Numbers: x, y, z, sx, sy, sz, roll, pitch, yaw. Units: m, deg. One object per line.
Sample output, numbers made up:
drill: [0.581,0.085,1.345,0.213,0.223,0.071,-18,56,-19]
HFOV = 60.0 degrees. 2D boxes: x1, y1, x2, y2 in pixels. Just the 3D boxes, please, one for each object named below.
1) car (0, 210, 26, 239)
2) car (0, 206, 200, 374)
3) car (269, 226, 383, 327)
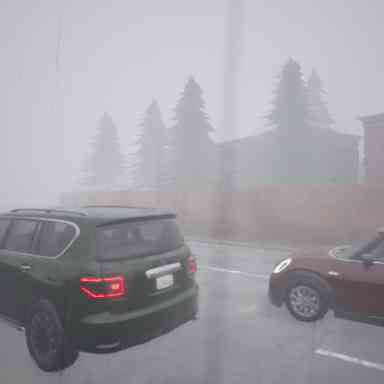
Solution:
car: [-11.334,1.824,19.286,1.895,1.301,4.718,0,-1,-42]
car: [-2.439,1.281,5.990,5.566,2.045,2.150,-1,0,39]
car: [3.673,1.356,5.725,4.553,1.767,2.097,-1,-1,36]
